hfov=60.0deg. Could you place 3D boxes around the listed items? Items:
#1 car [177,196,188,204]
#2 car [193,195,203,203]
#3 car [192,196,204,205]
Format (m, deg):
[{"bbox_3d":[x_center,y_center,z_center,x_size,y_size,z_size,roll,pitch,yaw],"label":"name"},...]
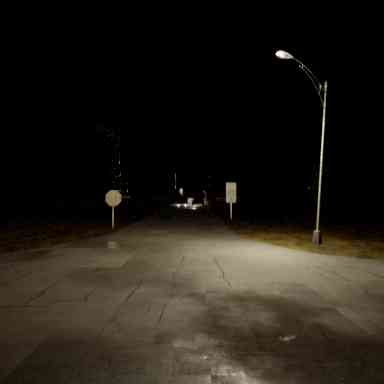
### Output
[{"bbox_3d":[-1.654,1.374,58.942,2.033,1.411,5.357,0,0,1],"label":"car"},{"bbox_3d":[1.204,1.362,64.729,1.994,1.385,4.181,0,0,1],"label":"car"},{"bbox_3d":[1.017,1.412,54.678,1.994,1.385,4.181,0,0,1],"label":"car"}]
